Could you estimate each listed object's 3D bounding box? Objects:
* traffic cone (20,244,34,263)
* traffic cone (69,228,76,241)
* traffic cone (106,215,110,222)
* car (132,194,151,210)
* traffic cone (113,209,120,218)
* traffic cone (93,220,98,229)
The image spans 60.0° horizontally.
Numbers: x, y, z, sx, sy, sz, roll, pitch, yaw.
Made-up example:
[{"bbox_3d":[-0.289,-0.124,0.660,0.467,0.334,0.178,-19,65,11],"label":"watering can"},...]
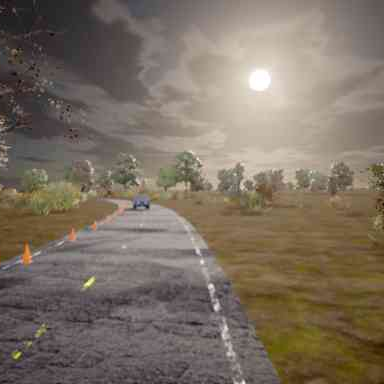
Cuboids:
[{"bbox_3d":[-5.368,1.994,10.826,0.340,0.580,0.340,0,0,-3],"label":"traffic cone"},{"bbox_3d":[-5.647,2.006,15.767,0.340,0.580,0.340,0,0,-4],"label":"traffic cone"},{"bbox_3d":[-6.483,2.031,25.629,0.340,0.580,0.340,0,0,-6],"label":"traffic cone"},{"bbox_3d":[-6.953,1.345,45.731,2.150,2.045,5.566,0,0,-10],"label":"car"},{"bbox_3d":[-7.041,2.044,30.547,0.340,0.580,0.340,0,0,-7],"label":"traffic cone"},{"bbox_3d":[-6.018,2.019,20.702,0.340,0.580,0.340,0,0,-5],"label":"traffic cone"}]
